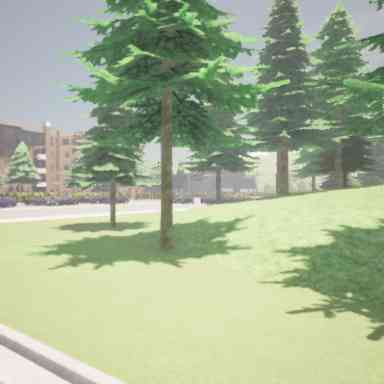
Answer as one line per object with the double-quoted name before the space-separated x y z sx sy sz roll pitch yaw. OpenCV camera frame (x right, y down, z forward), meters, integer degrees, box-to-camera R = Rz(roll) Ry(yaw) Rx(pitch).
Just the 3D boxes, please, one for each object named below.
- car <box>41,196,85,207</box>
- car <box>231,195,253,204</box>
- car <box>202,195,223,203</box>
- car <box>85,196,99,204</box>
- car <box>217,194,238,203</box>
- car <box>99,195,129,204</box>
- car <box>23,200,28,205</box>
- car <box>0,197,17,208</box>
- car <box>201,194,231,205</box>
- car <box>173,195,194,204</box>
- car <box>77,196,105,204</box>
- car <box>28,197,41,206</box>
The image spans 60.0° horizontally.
"car" -18.888 1.368 48.833 2.128 1.511 4.902 0 0 35
"car" 9.948 1.411 63.681 2.128 1.511 4.902 0 0 35
"car" 4.210 1.391 67.690 2.128 1.511 4.902 0 0 35
"car" -15.990 1.345 58.920 1.882 1.535 5.008 0 0 35
"car" 7.073 1.261 65.677 2.097 1.767 4.553 0 0 35
"car" -13.017 1.381 57.139 1.837 1.490 4.892 0 0 35
"car" -24.337 1.458 53.178 1.895 1.301 4.718 0 0 35
"car" -24.207 1.403 41.245 1.812 1.442 4.674 0 0 35
"car" 4.003 1.424 55.145 1.837 1.490 4.892 0 0 35
"car" -1.496 1.252 59.550 2.097 1.767 4.553 0 0 35
"car" -18.548 1.458 61.356 1.895 1.301 4.718 0 0 35
"car" -21.785 1.468 50.777 1.895 1.301 4.718 0 0 35
